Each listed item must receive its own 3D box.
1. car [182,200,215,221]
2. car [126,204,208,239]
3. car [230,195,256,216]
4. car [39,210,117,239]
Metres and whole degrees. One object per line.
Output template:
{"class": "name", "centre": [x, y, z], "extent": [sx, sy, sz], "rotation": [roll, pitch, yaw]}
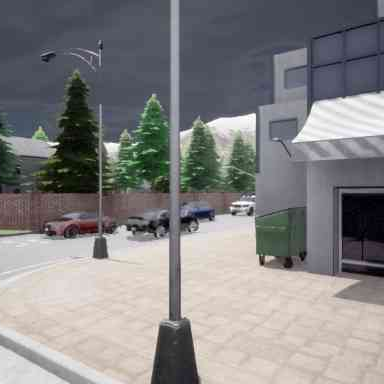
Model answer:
{"class": "car", "centre": [-0.040, 1.529, 27.085], "extent": [2.097, 1.767, 4.553], "rotation": [0, 0, 37]}
{"class": "car", "centre": [-1.523, 1.668, 18.868], "extent": [2.128, 1.511, 4.902], "rotation": [0, 0, 36]}
{"class": "car", "centre": [6.137, 1.398, 35.409], "extent": [2.150, 2.045, 5.566], "rotation": [0, 0, 36]}
{"class": "car", "centre": [-6.275, 1.740, 18.668], "extent": [1.994, 1.385, 4.181], "rotation": [0, 0, 37]}
